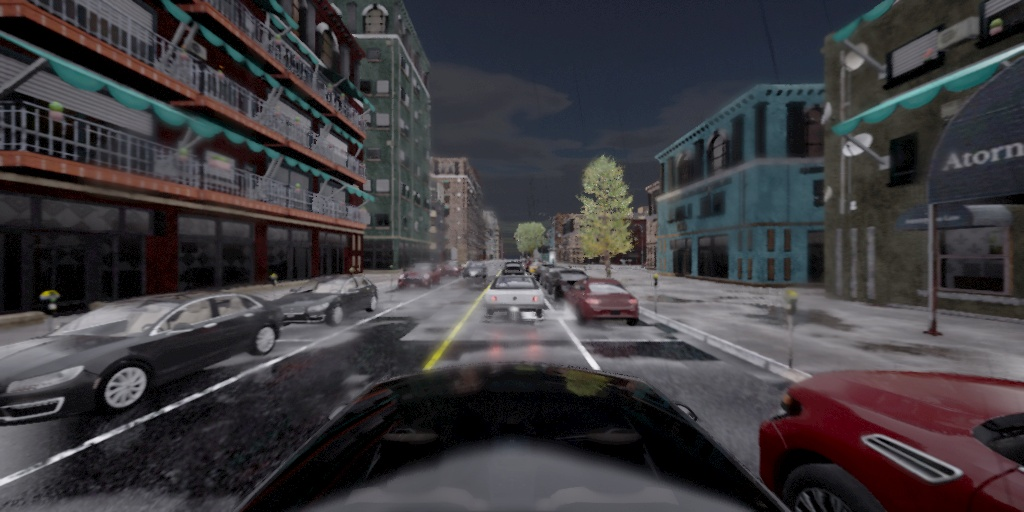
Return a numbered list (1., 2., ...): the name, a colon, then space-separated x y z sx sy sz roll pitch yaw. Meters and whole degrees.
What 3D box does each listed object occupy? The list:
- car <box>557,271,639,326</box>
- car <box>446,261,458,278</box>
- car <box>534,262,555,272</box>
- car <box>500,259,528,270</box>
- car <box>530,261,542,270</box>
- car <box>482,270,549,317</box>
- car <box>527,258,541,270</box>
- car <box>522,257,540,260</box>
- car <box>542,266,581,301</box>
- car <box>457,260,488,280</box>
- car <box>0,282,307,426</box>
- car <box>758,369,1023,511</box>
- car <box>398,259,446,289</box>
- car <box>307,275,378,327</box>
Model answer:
1. car: 2.693 1.328 11.409 1.802 1.307 4.207 0 0 0
2. car: -5.681 1.193 33.569 1.967 1.591 4.097 0 0 0
3. car: 2.696 1.299 22.487 2.007 1.370 4.403 0 0 0
4. car: 0.102 1.257 30.242 1.837 1.490 4.892 0 0 0
5. car: 2.698 1.316 28.026 1.948 1.339 4.313 0 0 0
6. car: 0.095 1.346 13.211 1.895 1.301 4.718 0 0 0
7. car: 2.701 1.280 39.275 1.751 1.417 4.829 0 0 0
8. car: 2.703 1.072 44.645 2.192 1.841 5.009 0 0 0
9. car: 2.695 1.312 16.949 1.948 1.339 4.313 0 0 0
10. car: -3.090 1.243 30.992 2.128 1.511 4.902 0 0 0
11. car: -5.689 1.298 5.874 2.007 1.370 4.403 0 0 0
12. car: 2.690 1.066 0.334 2.192 1.841 5.009 0 0 0
13. car: -5.685 1.188 22.489 1.967 1.591 4.097 0 0 0
14. car: -5.688 1.296 11.412 2.007 1.370 4.403 0 0 0
